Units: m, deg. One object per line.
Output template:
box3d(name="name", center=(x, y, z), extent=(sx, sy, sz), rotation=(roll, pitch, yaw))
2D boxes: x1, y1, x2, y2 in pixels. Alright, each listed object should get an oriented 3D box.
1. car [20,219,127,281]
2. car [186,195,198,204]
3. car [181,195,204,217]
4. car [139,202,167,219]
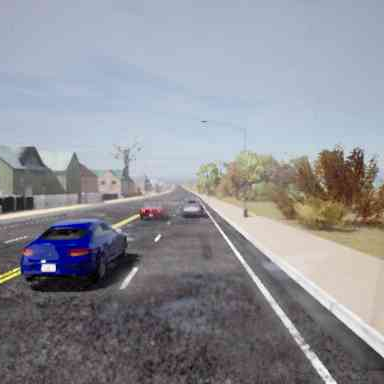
box3d(name="car", center=(-3.148, 1.494, 9.602), extent=(1.812, 1.442, 4.674), rotation=(0, 0, 0))
box3d(name="car", center=(0.000, 1.305, 59.216), extent=(2.033, 1.411, 5.357), rotation=(0, 0, 0))
box3d(name="car", center=(0.028, 1.375, 29.973), extent=(2.033, 1.649, 4.856), rotation=(0, 0, 1))
box3d(name="car", center=(-3.151, 1.496, 27.763), extent=(1.895, 1.301, 4.718), rotation=(0, 0, 0))
